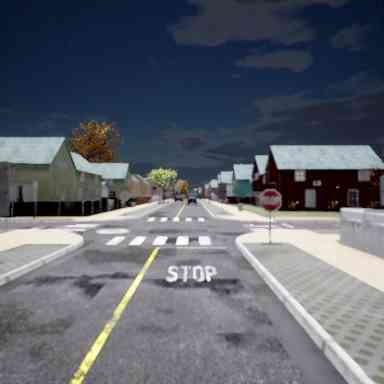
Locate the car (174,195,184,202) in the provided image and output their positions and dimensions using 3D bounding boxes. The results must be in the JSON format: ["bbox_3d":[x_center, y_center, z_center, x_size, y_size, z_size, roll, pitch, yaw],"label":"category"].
[{"bbox_3d":[-2.747,1.356,69.660,2.033,1.411,5.357,0,0,0],"label":"car"}]

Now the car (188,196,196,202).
[{"bbox_3d":[0.003,1.600,75.490,1.812,1.442,4.674,0,0,0],"label":"car"}]

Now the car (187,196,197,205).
[{"bbox_3d":[0.002,1.676,65.068,1.837,1.490,4.892,0,0,0],"label":"car"}]
